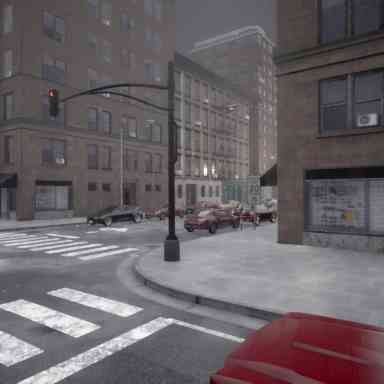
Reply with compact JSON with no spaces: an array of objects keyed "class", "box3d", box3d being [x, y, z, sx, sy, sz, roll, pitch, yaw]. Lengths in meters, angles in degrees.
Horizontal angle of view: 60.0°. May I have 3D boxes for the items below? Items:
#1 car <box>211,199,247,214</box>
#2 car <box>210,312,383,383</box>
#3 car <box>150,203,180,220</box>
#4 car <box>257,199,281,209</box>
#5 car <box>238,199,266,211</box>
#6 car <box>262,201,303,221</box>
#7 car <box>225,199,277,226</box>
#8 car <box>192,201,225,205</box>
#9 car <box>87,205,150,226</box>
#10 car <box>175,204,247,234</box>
[{"class":"car","box3d":[4.177,1.544,36.867,1.752,1.417,4.829,0,0,36]},{"class":"car","box3d":[2.381,1.601,1.991,4.718,1.301,1.895,0,0,36]},{"class":"car","box3d":[-2.142,1.604,28.027,1.802,1.307,4.206,0,0,36]},{"class":"car","box3d":[10.695,1.601,45.983,1.802,1.307,4.206,0,0,36]},{"class":"car","box3d":[7.486,1.600,41.494,1.802,1.307,4.206,0,0,36]},{"class":"car","box3d":[7.696,1.495,27.990,1.752,1.417,4.829,0,0,36]},{"class":"car","box3d":[4.387,1.412,23.362,1.967,1.590,4.097,0,0,36]},{"class":"car","box3d":[1.067,1.565,32.516,1.887,1.381,4.507,0,0,36]},{"class":"car","box3d":[-5.352,1.590,23.538,1.947,1.339,4.313,0,0,36]},{"class":"car","box3d":[1.178,1.555,18.872,1.802,1.307,4.206,0,0,36]}]
